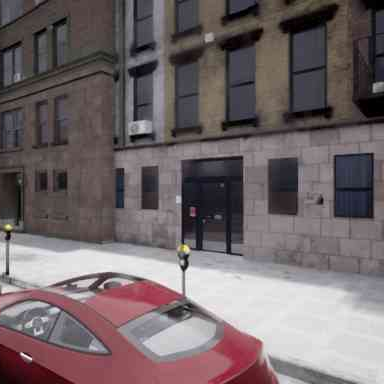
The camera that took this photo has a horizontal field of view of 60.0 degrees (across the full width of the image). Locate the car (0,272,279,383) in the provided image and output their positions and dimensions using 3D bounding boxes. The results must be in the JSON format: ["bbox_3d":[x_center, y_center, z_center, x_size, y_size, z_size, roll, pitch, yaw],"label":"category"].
[{"bbox_3d":[-1.179,1.582,3.658,4.206,1.307,1.802,0,0,36],"label":"car"}]
